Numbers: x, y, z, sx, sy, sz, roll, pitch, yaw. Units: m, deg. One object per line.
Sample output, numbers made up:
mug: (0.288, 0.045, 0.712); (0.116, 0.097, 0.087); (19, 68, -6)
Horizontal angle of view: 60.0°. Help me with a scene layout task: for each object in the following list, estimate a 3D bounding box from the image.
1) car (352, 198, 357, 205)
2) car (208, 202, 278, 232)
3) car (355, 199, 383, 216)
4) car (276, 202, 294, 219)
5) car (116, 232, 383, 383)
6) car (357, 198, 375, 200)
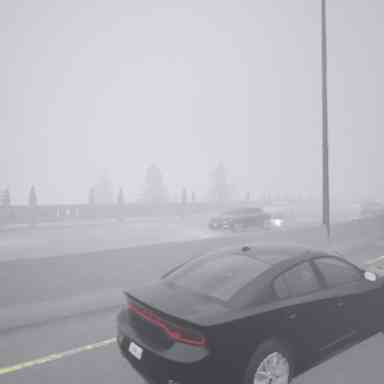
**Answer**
car: (32.357, 1.821, 64.417); (1.994, 1.385, 4.181); (-1, -1, 36)
car: (3.029, 1.616, 20.579); (4.892, 1.490, 1.837); (0, 0, -45)
car: (18.215, 1.670, 33.296); (2.033, 1.411, 5.357); (-1, -1, 36)
car: (8.246, 1.699, 31.690); (1.812, 1.442, 4.674); (-1, -1, 38)
car: (1.390, 1.499, 4.969); (5.008, 1.535, 1.882); (0, 0, -37)
car: (28.049, 1.707, 52.640); (1.837, 1.490, 4.892); (-1, -1, 37)
